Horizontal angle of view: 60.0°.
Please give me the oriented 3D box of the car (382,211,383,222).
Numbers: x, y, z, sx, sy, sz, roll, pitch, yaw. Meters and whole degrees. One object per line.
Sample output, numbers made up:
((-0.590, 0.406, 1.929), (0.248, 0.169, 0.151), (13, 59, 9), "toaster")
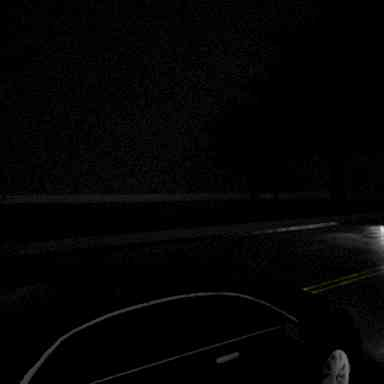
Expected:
((14.385, 1.332, 21.907), (4.902, 1.511, 2.128), (0, 0, -35), "car")

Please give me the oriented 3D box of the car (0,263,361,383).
((-0.263, 1.494, 3.252), (4.892, 1.490, 1.837), (0, 0, -35), "car")
